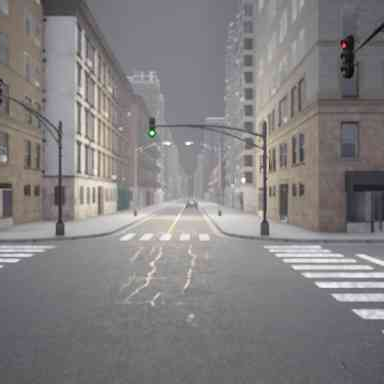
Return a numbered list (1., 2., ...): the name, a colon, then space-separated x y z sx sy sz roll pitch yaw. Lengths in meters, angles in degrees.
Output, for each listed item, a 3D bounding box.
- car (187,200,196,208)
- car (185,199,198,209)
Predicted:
1. car: -0.101 2.339 66.848 1.812 1.442 4.674 0 -1 0
2. car: -0.059 2.044 57.159 2.097 1.767 4.553 0 -1 0
